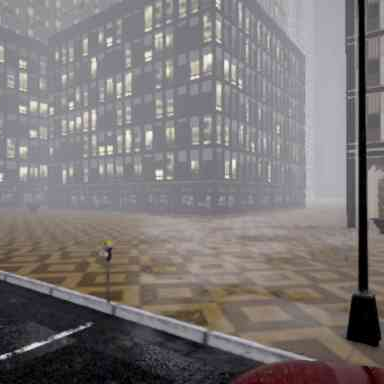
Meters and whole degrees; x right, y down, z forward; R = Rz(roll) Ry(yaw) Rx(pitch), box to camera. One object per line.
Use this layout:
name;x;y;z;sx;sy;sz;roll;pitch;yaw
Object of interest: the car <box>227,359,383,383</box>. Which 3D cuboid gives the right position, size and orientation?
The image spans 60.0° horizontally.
car;1.954;1.582;1.464;4.206;1.307;1.802;0;0;36
